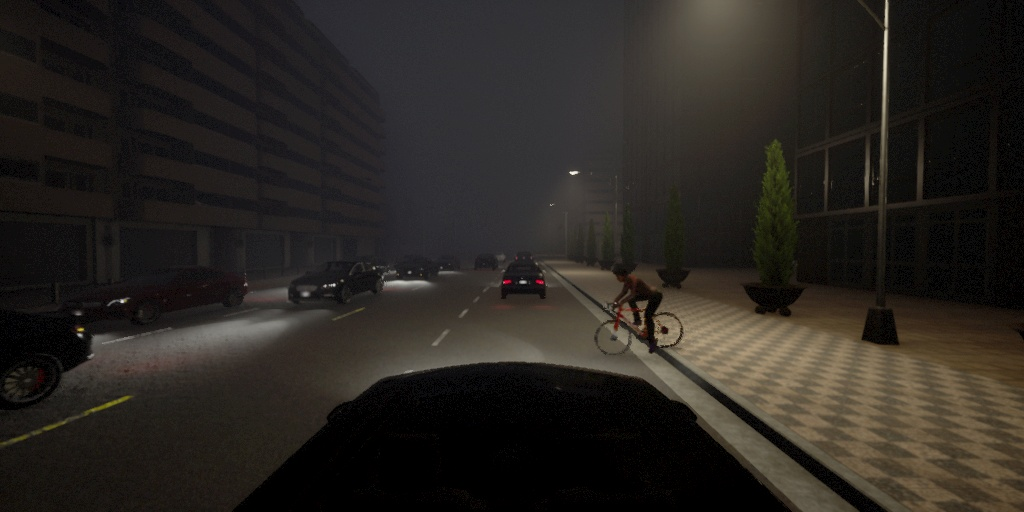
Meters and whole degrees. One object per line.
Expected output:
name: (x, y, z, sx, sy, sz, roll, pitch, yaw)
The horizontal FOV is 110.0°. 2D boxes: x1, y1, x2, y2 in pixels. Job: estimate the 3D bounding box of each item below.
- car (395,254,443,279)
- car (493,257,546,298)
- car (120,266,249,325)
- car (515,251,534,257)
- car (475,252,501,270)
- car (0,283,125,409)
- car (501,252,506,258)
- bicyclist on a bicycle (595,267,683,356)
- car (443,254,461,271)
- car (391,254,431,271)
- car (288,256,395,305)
car: (-6.300, 0.791, 24.258, 1.994, 1.385, 4.181, 0, 1, 2)
car: (0.510, 0.974, 15.922, 2.033, 1.411, 5.357, 0, 1, 2)
car: (-10.360, 1.049, 10.955, 1.812, 1.442, 4.674, 0, 1, 2)
car: (1.357, 0.220, 40.462, 2.097, 1.767, 4.553, 0, 1, 2)
car: (-2.379, 0.481, 34.294, 1.882, 1.535, 5.008, 0, 2, 2)
car: (-7.062, 1.229, 3.289, 1.812, 1.442, 4.674, 0, 1, 1)
car: (-1.807, 0.158, 50.598, 1.812, 1.442, 4.674, 0, 1, 2)
bicyclist on a bicycle: (2.299, 1.007, 6.678, 1.656, 1.620, 0.582, -9, 1, 2)
car: (-6.002, 0.561, 33.577, 2.033, 1.411, 5.357, 0, 1, 2)
car: (-9.475, 0.542, 34.176, 2.033, 1.411, 5.357, 0, 1, 2)
car: (-6.742, 0.945, 14.290, 2.128, 1.511, 4.902, 0, 1, 2)
